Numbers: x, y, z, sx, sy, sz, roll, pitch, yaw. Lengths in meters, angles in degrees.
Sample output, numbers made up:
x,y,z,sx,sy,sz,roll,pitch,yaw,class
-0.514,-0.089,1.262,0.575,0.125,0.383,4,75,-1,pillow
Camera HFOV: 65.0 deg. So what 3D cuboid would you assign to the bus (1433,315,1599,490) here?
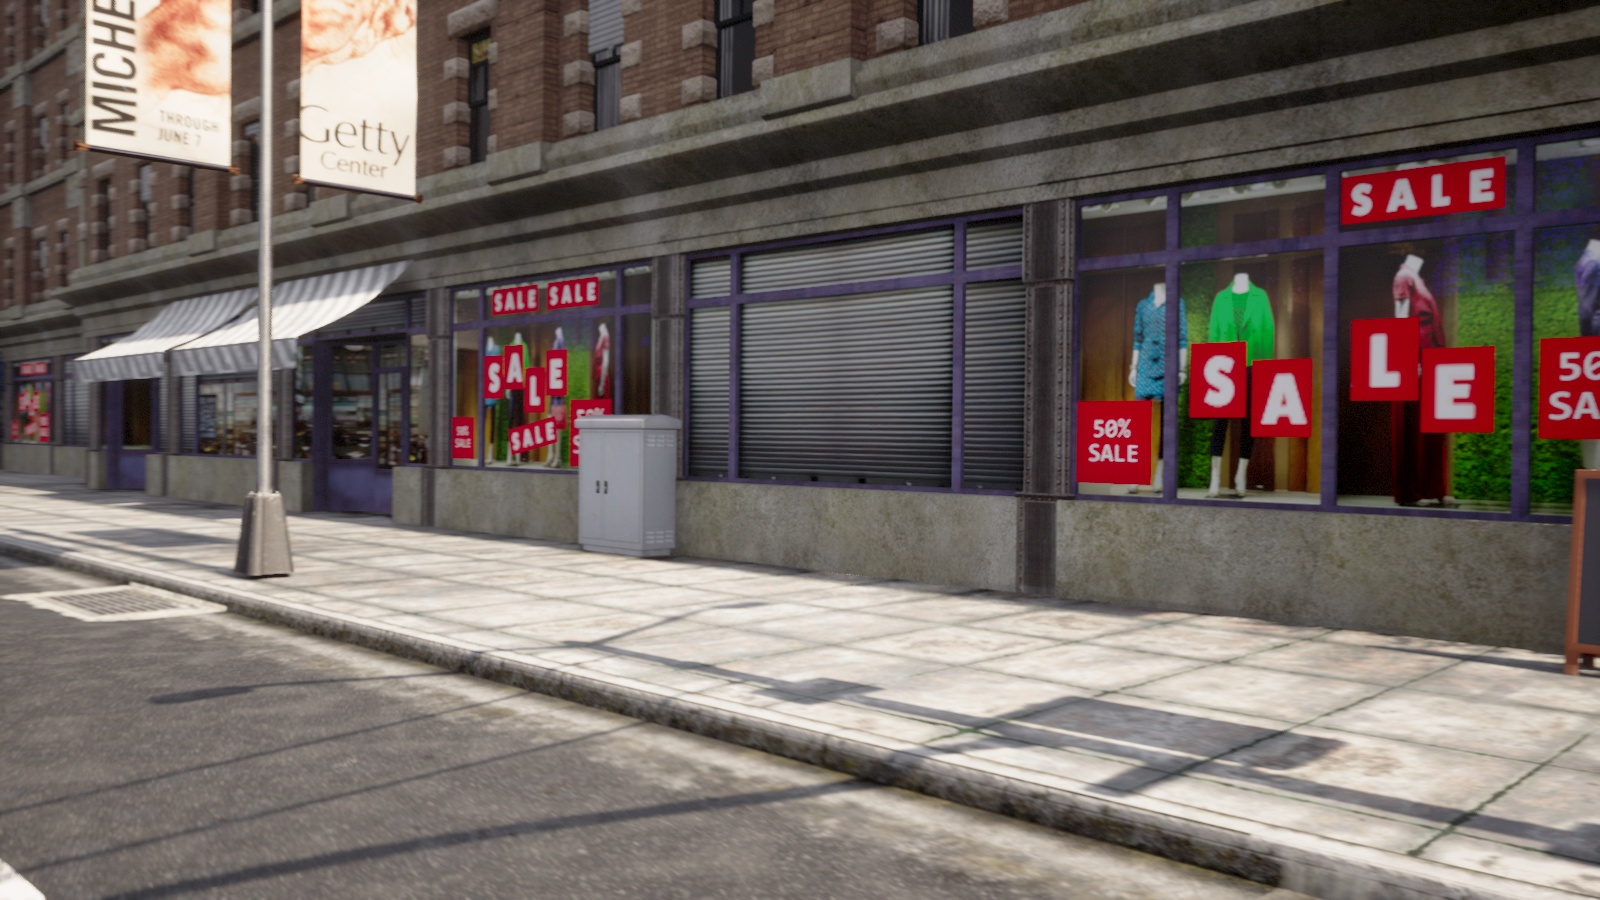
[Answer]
x,y,z,sx,sy,sz,roll,pitch,yaw,class
21.786,-1.174,31.009,10.273,4.253,3.944,0,1,44,bus
